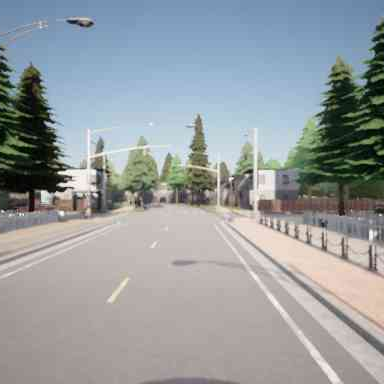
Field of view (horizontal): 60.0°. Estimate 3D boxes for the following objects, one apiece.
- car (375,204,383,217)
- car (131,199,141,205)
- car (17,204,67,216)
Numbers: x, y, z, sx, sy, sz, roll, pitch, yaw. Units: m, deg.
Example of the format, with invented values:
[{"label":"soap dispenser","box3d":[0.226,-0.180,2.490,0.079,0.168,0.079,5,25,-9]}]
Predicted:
[{"label":"car","box3d":[21.811,1.837,34.670,4.902,1.511,2.128,1,-1,2]},{"label":"car","box3d":[-13.286,2.419,80.179,1.994,1.385,4.181,0,-1,-31]},{"label":"car","box3d":[-16.078,1.938,35.804,4.718,1.301,1.895,0,-1,2]}]
